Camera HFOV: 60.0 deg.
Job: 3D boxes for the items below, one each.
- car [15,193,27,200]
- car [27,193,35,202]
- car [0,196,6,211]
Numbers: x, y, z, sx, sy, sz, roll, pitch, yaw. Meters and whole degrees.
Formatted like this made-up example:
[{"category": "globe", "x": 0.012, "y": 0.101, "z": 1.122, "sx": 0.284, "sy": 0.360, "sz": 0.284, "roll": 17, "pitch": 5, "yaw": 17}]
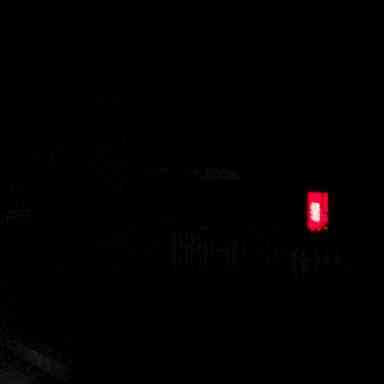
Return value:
[{"category": "car", "x": -37.503, "y": 1.048, "z": 73.972, "sx": 4.514, "sy": 1.523, "sz": 2.007, "roll": 0, "pitch": 0, "yaw": 36}, {"category": "car", "x": -26.235, "y": 0.911, "z": 57.962, "sx": 4.605, "sy": 1.855, "sz": 1.932, "roll": 0, "pitch": 0, "yaw": 36}, {"category": "car", "x": -21.765, "y": 1.418, "z": 34.536, "sx": 1.994, "sy": 1.385, "sz": 4.181, "roll": 0, "pitch": 0, "yaw": 36}]
